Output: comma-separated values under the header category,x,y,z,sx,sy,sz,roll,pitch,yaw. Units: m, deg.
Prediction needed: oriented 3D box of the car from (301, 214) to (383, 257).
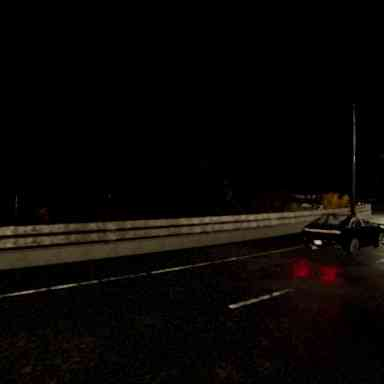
category,x,y,z,sx,sy,sz,roll,pitch,yaw
car,6.441,1.677,13.926,4.902,1.511,2.128,1,-1,-43

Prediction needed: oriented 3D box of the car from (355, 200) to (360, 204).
category,x,y,z,sx,sy,sz,roll,pitch,yaw
car,40.268,2.545,84.961,1.994,1.385,4.181,0,-1,2

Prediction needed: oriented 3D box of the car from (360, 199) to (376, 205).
category,x,y,z,sx,sy,sz,roll,pitch,yaw
car,43.762,2.555,84.738,2.033,1.411,5.357,0,-1,2
